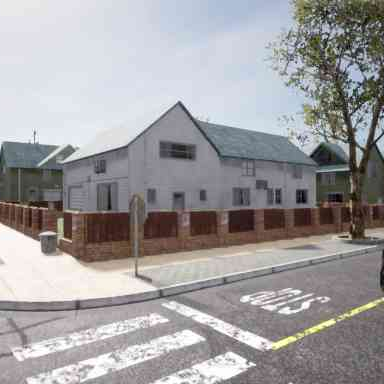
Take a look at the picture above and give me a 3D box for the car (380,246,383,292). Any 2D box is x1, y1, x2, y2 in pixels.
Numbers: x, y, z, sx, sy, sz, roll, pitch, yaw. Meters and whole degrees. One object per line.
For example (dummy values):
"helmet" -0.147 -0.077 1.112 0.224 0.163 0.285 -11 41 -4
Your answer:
"car" 6.097 1.329 7.060 5.566 2.045 2.150 1 -2 -38
